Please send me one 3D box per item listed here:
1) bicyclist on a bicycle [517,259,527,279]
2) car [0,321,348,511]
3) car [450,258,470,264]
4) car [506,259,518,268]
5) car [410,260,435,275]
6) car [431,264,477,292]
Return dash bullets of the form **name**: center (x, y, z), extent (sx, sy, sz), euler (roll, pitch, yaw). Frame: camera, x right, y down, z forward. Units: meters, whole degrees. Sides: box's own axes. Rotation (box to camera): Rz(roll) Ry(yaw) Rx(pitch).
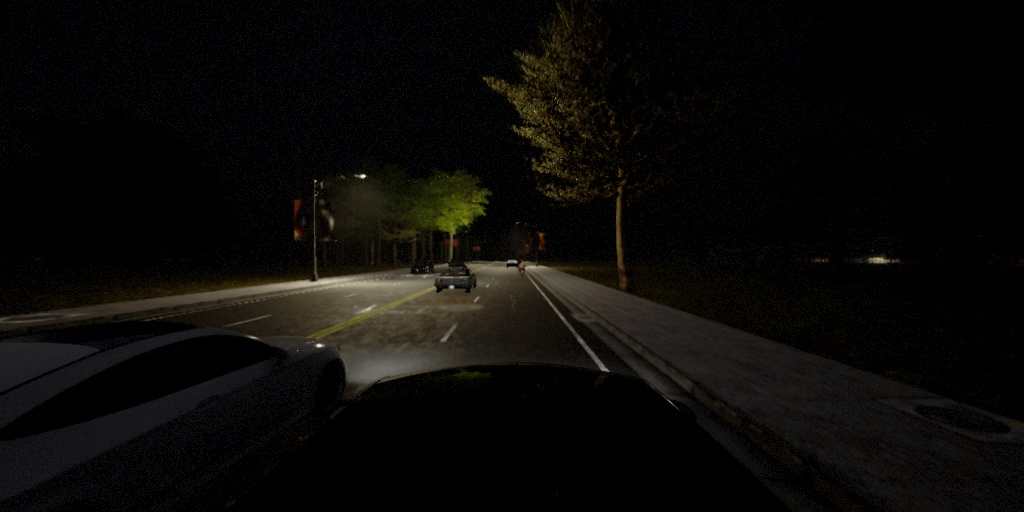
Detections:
- **bicyclist on a bicycle**: center (0.904, 1.185, 31.124), extent (0.866, 1.612, 1.509), euler (0, 0, 0)
- **car**: center (-3.150, 1.275, 2.966), extent (1.812, 1.442, 4.674), euler (0, 0, 0)
- **car**: center (-6.582, 1.280, 42.992), extent (1.812, 1.442, 4.674), euler (0, 0, 0)
- **car**: center (0.043, 1.367, 61.023), extent (1.895, 1.301, 4.718), euler (0, 0, 1)
- **car**: center (-9.835, 1.258, 39.729), extent (1.837, 1.490, 4.892), euler (0, 0, 0)
- **car**: center (-3.155, 1.348, 20.960), extent (1.895, 1.301, 4.718), euler (0, 0, 0)
